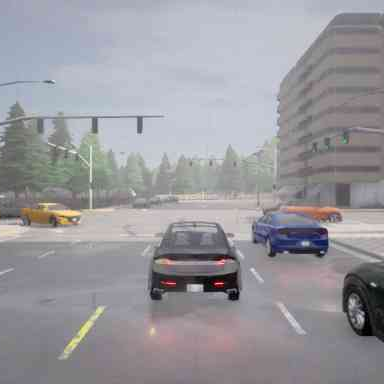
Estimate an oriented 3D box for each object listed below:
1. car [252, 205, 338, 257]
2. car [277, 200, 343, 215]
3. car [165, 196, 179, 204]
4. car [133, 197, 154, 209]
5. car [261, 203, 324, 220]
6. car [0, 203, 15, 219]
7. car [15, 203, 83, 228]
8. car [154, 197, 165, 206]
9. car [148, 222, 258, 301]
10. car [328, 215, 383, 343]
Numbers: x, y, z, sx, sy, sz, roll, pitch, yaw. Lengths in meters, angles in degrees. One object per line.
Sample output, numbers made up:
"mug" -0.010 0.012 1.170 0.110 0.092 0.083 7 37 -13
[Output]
"car" 3.586 1.478 12.980 1.882 1.535 5.008 0 0 0
"car" 8.782 1.372 24.801 4.553 1.767 2.097 1 0 0
"car" -4.216 1.505 66.285 1.837 1.490 4.892 0 0 20
"car" -6.979 1.525 46.413 1.812 1.442 4.674 0 0 2
"car" 8.449 1.621 28.295 4.718 1.301 1.895 1 0 0
"car" -14.630 1.619 28.324 4.181 1.385 1.994 0 0 -3
"car" -9.458 1.488 22.417 5.008 1.535 1.882 0 -1 35
"car" -6.361 1.525 56.316 1.812 1.442 4.674 0 0 8
"car" 0.068 1.492 8.335 2.128 1.511 4.902 0 0 0
"car" 3.600 1.352 3.829 2.097 1.767 4.553 0 0 0
